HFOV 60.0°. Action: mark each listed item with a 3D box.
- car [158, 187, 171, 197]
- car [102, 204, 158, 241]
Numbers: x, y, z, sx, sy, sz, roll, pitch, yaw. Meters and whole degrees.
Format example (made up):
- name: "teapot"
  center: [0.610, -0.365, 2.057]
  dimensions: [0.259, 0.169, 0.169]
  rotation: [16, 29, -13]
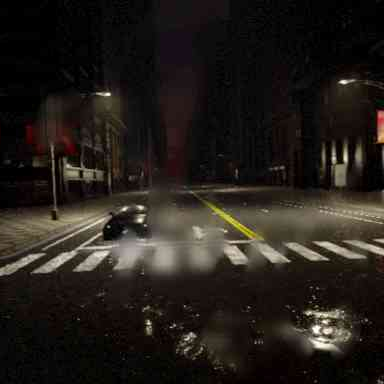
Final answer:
- name: "car"
  center: [-4.281, 0.075, 51.636]
  dimensions: [1.837, 1.490, 4.892]
  rotation: [-2, 3, -3]
- name: "car"
  center: [-2.568, 1.246, 14.493]
  dimensions: [1.994, 1.385, 4.181]
  rotation: [-2, 2, -3]
